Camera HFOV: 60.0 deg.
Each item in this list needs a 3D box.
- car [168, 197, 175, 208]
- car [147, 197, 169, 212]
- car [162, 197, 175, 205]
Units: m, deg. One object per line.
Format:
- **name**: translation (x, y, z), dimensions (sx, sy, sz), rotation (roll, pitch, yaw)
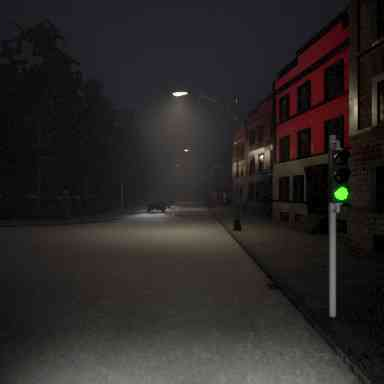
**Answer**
- **car**: translation (-4.039, 1.491, 48.023), dimensions (2.128, 1.511, 4.902), rotation (0, 0, 0)
- **car**: translation (-4.055, 1.601, 38.645), dimensions (1.895, 1.301, 4.718), rotation (0, 0, 0)
- **car**: translation (-4.005, 1.601, 58.039), dimensions (1.895, 1.301, 4.718), rotation (0, 0, 0)
